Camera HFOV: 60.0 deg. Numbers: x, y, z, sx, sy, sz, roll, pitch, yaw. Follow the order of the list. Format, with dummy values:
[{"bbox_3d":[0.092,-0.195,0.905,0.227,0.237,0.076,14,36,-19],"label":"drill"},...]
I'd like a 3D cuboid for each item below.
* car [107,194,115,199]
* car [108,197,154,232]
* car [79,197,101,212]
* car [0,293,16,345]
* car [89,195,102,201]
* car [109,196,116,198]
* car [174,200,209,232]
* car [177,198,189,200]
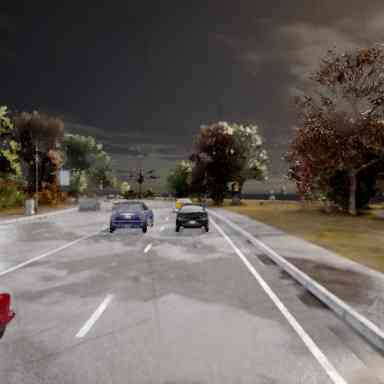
[{"bbox_3d":[-19.133,1.215,79.180,1.882,1.535,5.008,0,0,-24],"label":"car"},{"bbox_3d":[-3.525,1.356,20.139,2.097,1.767,4.553,0,0,-1],"label":"car"},{"bbox_3d":[-11.757,1.507,38.519,1.837,1.490,4.892,0,0,-6],"label":"car"},{"bbox_3d":[-3.402,1.601,2.536,1.895,1.301,4.718,0,0,0],"label":"car"},{"bbox_3d":[-22.880,1.352,78.893,2.033,1.411,5.357,0,0,-27],"label":"car"},{"bbox_3d":[-8.310,1.531,39.225,1.812,1.442,4.674,0,0,-6],"label":"car"},{"bbox_3d":[-0.026,1.482,20.418,1.882,1.535,5.008,0,0,-1],"label":"car"},{"bbox_3d":[-1.040,1.488,38.788,1.882,1.535,5.008,0,0,-5],"label":"car"}]
